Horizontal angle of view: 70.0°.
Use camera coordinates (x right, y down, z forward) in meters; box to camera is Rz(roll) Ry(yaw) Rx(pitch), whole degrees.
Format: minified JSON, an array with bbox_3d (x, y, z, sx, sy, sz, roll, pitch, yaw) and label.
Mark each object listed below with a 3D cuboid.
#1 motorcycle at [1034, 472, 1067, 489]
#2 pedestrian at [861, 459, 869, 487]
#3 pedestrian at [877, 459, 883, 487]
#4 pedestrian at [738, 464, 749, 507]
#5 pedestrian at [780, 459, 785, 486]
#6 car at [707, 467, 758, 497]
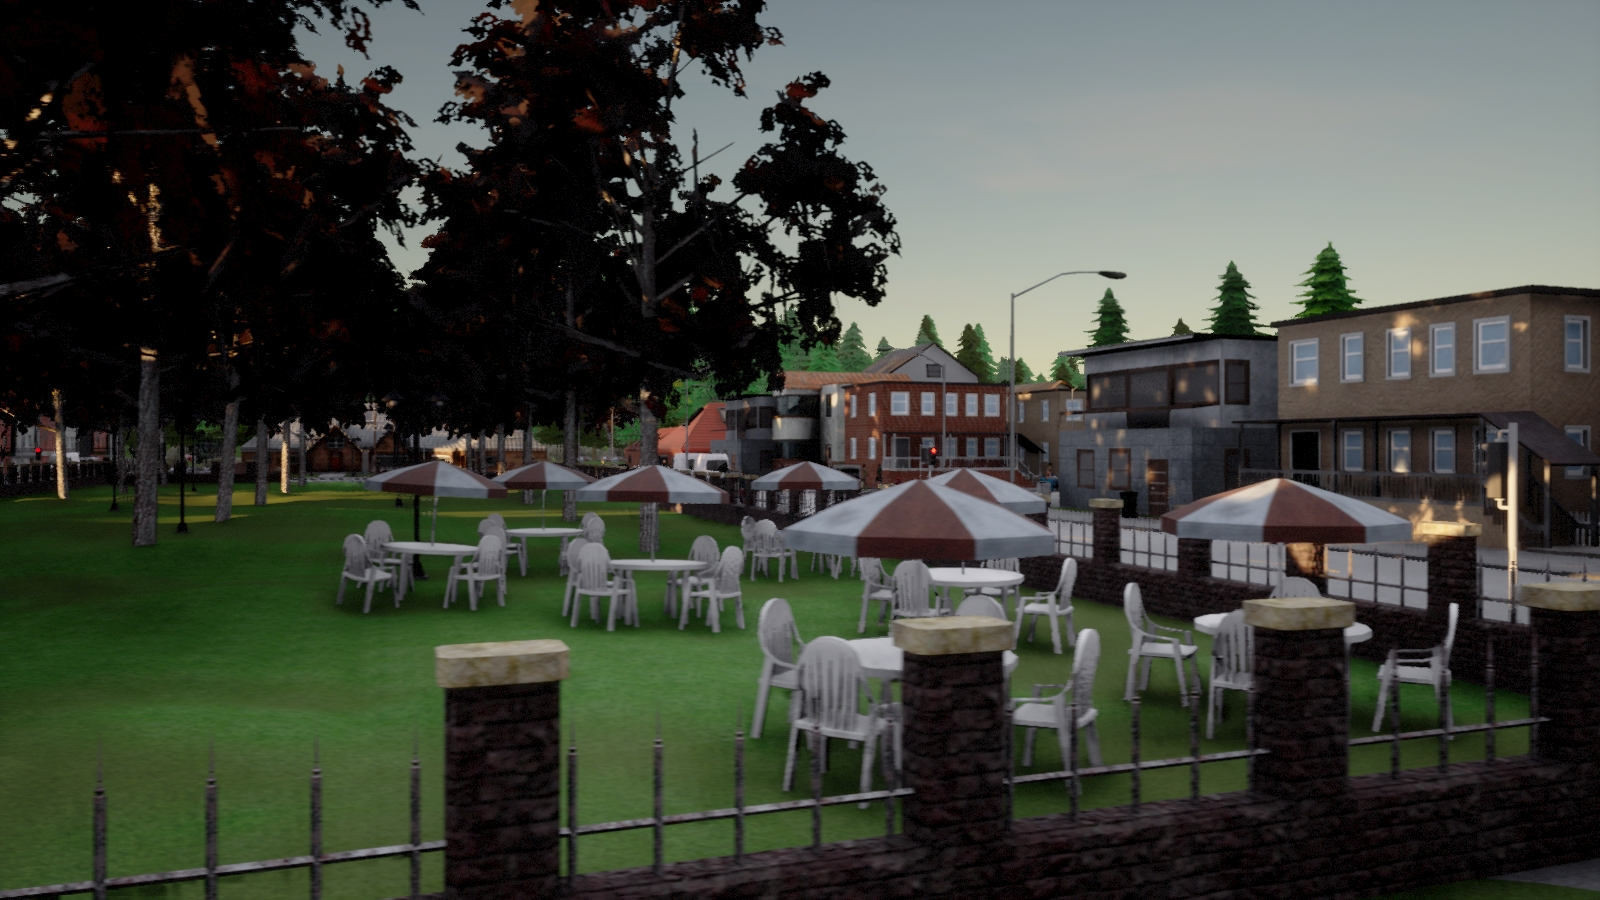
[{"bbox_3d":[16.524,2.009,75.446,2.033,1.145,0.803,0,0,-20],"label":"motorcycle"},{"bbox_3d":[4.296,1.529,75.749,0.375,1.860,0.375,0,0,-26],"label":"pedestrian"},{"bbox_3d":[5.340,1.528,76.567,0.375,1.860,0.375,0,0,-4],"label":"pedestrian"},{"bbox_3d":[-2.434,1.531,49.448,0.375,1.860,0.375,0,0,-24],"label":"pedestrian"},{"bbox_3d":[-1.212,1.526,78.987,0.375,1.860,0.375,0,0,3],"label":"pedestrian"},{"bbox_3d":[-3.875,1.787,65.227,1.851,1.617,3.988,0,0,-20],"label":"car"}]
